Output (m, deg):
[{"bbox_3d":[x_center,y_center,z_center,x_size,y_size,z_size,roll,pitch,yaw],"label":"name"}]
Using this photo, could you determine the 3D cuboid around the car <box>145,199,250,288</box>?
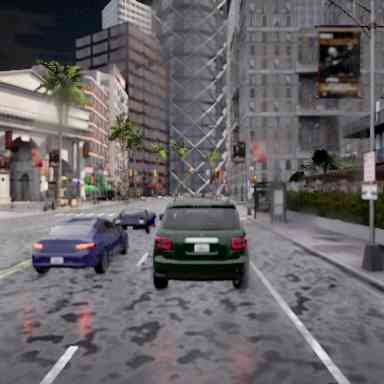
[{"bbox_3d":[0.205,1.209,9.320,2.150,2.045,5.566,0,0,0],"label":"car"}]

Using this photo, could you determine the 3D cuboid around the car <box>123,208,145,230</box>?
[{"bbox_3d":[-3.189,1.575,19.453,1.895,1.301,4.718,0,0,1],"label":"car"}]

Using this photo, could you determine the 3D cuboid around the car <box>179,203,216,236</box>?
[{"bbox_3d":[0.309,1.480,19.180,1.837,1.490,4.892,0,0,1],"label":"car"}]

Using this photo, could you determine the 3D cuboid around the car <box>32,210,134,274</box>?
[{"bbox_3d":[-3.279,1.512,10.454,1.812,1.442,4.674,0,0,1],"label":"car"}]
